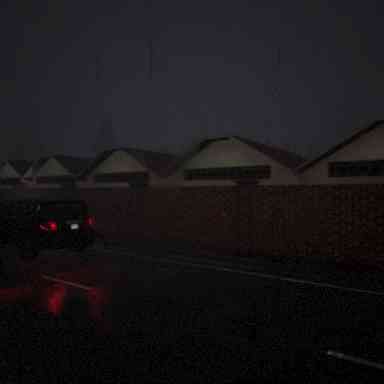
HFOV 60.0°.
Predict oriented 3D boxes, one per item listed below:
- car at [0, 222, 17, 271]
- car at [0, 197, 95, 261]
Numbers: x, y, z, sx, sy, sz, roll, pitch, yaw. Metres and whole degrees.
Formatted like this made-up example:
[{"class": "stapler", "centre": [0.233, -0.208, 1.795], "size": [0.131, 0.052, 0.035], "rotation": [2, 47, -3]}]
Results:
[{"class": "car", "centre": [-7.178, 1.542, 9.020], "size": [5.357, 1.411, 2.033], "rotation": [0, 0, 36]}, {"class": "car", "centre": [-6.029, 1.217, 12.516], "size": [5.566, 2.045, 2.150], "rotation": [0, 0, 36]}]
